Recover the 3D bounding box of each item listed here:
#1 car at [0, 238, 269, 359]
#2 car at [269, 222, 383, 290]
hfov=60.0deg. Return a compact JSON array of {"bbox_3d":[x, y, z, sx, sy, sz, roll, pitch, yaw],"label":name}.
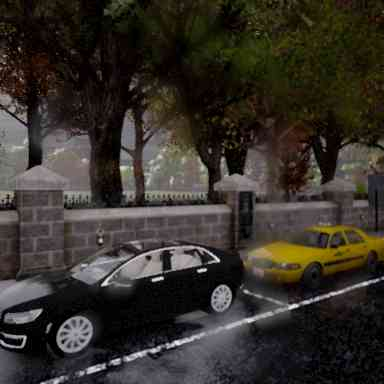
[{"bbox_3d":[-0.954,1.549,5.881,4.403,1.369,2.008,0,0,-36],"label":"car"},{"bbox_3d":[3.490,1.521,9.056,4.829,1.417,1.752,0,0,-36],"label":"car"}]
